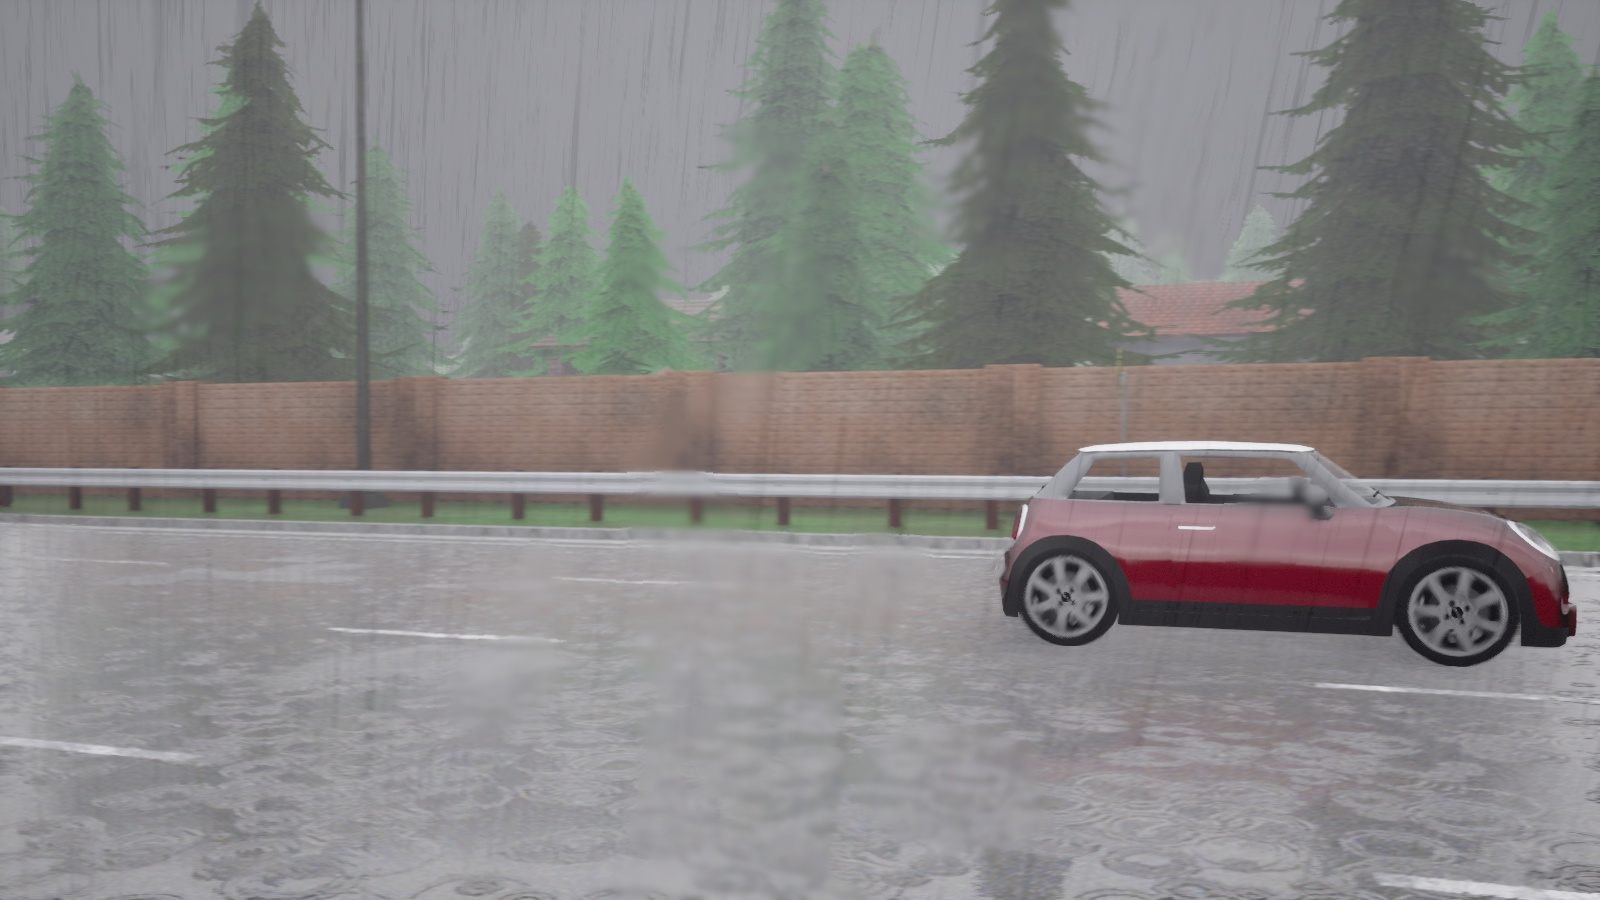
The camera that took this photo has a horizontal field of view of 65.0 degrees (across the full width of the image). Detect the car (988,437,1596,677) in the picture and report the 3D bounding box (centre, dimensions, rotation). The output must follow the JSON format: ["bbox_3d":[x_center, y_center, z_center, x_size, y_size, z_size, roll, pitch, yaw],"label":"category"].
[{"bbox_3d":[3.484,0.654,9.405,3.806,1.475,1.970,1,1,19],"label":"car"}]
